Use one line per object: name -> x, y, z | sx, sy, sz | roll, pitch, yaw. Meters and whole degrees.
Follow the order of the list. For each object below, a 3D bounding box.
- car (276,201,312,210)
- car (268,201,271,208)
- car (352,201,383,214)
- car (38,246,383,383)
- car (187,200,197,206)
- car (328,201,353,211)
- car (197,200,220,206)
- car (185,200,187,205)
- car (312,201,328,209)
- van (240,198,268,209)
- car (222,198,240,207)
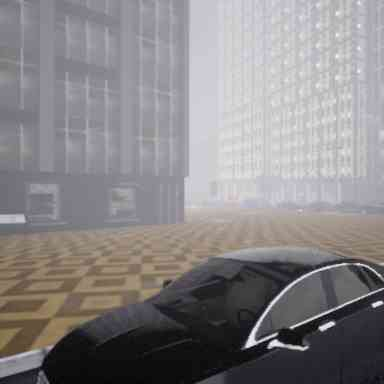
car -> 15.082, 2.003, 50.457 | 2.033, 1.411, 5.357 | 0, -1, -24
car -> 12.976, 2.178, 62.824 | 1.837, 1.490, 4.892 | 0, -1, -23
car -> 19.409, 1.723, 34.356 | 2.008, 1.369, 4.403 | -1, -1, -24
car -> 0.843, 1.498, 3.933 | 4.892, 1.490, 1.837 | 0, 0, -35
car -> 1.130, 2.471, 75.286 | 1.752, 1.417, 4.829 | -1, -1, -24
car -> 22.474, 1.947, 48.044 | 1.947, 1.339, 4.313 | -1, -1, -24
car -> 3.355, 2.399, 70.305 | 2.008, 1.369, 4.403 | -1, -1, -24
car -> -1.232, 2.595, 80.576 | 1.887, 1.381, 4.507 | -1, -1, -24
car -> 20.181, 2.043, 53.180 | 1.947, 1.339, 4.313 | -1, -1, -24
van -> 10.231, 1.894, 54.901 | 1.690, 1.788, 3.998 | -1, -1, -24
car -> 8.403, 1.904, 65.627 | 2.097, 1.767, 4.553 | 0, -1, -24
